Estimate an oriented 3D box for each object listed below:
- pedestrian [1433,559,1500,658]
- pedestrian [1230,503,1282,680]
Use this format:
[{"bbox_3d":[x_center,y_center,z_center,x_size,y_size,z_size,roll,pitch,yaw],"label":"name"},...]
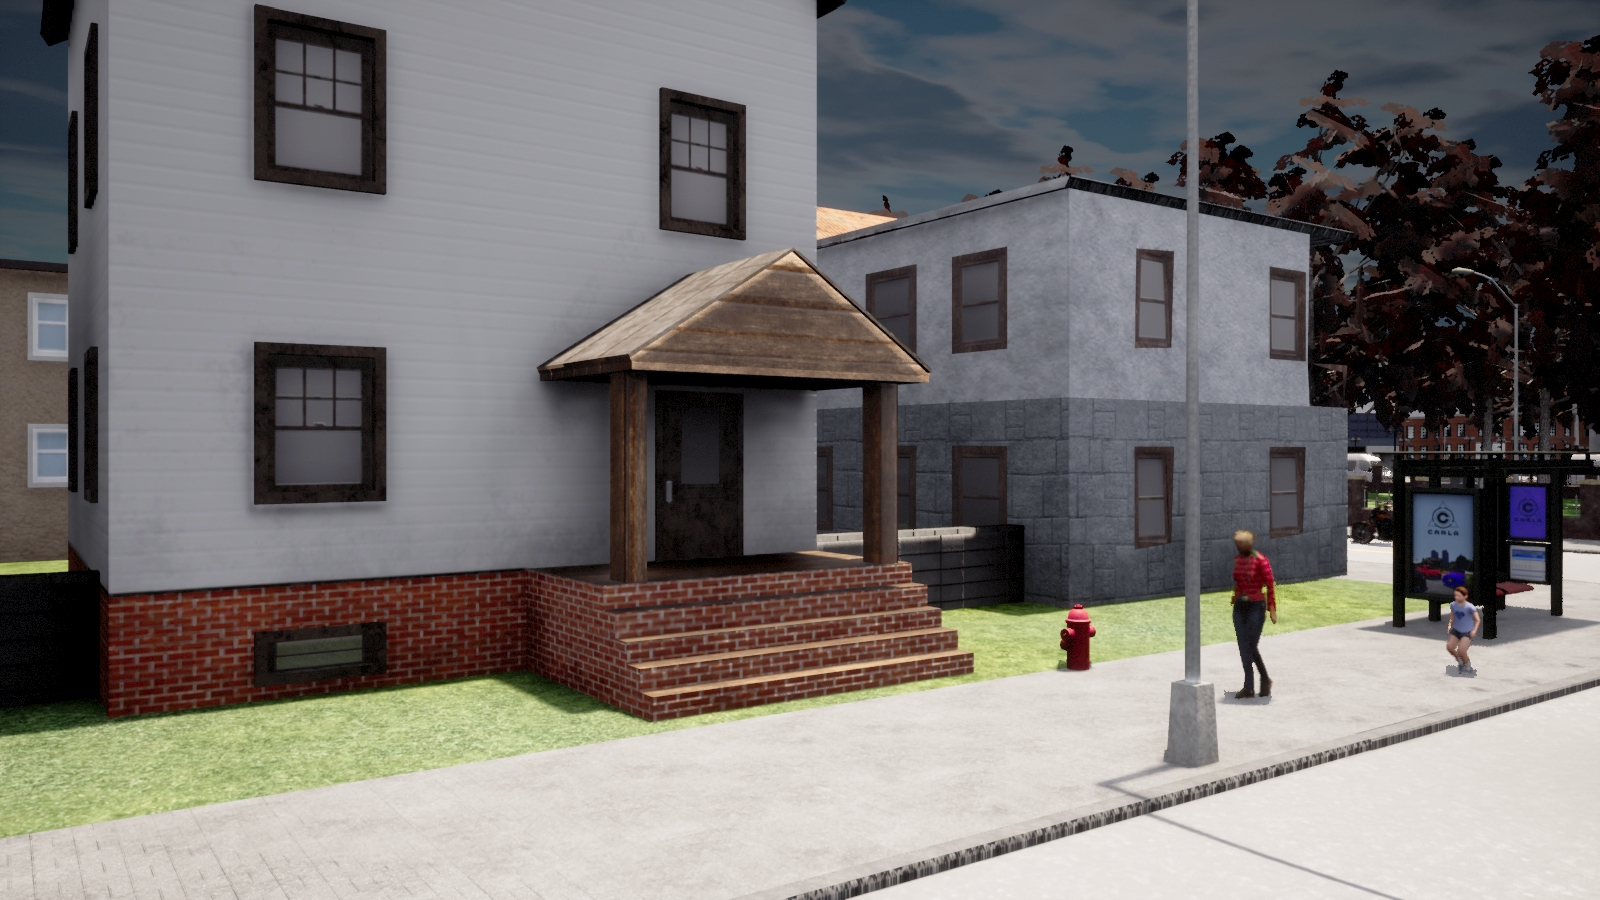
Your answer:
[{"bbox_3d":[8.029,1.897,13.773,0.500,1.100,0.500,0,0,-23],"label":"pedestrian"},{"bbox_3d":[4.948,1.517,12.401,0.375,1.860,0.375,0,0,-30],"label":"pedestrian"}]
